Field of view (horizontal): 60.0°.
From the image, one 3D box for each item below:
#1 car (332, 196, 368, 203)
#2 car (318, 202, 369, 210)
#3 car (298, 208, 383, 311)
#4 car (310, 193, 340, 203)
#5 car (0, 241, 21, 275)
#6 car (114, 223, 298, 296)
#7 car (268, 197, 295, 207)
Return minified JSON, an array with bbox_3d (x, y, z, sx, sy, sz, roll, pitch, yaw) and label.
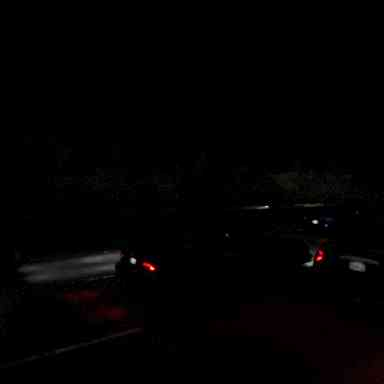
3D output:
[{"bbox_3d":[18.778,1.460,38.772,4.718,1.301,1.895,0,0,-36],"label":"car"},{"bbox_3d":[7.856,1.476,17.954,4.181,1.385,1.994,0,0,-36],"label":"car"},{"bbox_3d":[4.618,1.311,7.044,4.553,1.767,2.097,0,0,-36],"label":"car"},{"bbox_3d":[16.804,0.777,41.664,4.553,1.767,2.097,0,0,-36],"label":"car"},{"bbox_3d":[-6.610,1.606,7.630,4.718,1.301,1.895,0,0,-36],"label":"car"},{"bbox_3d":[0.779,1.518,8.596,5.357,1.411,2.033,0,0,-35],"label":"car"},{"bbox_3d":[12.701,1.422,47.334,4.181,1.385,1.994,0,0,-36],"label":"car"}]
